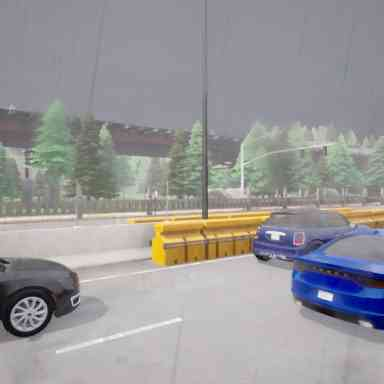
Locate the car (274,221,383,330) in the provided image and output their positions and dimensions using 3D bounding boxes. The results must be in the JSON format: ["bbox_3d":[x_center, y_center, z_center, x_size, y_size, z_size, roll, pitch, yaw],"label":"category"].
[{"bbox_3d":[4.111,1.478,6.684,5.008,1.535,1.882,0,0,-36],"label":"car"}]

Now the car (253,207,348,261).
[{"bbox_3d":[4.185,1.352,11.037,4.553,1.767,2.097,0,0,-36],"label":"car"}]

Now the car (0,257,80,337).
[{"bbox_3d":[-4.235,1.505,5.025,4.892,1.490,1.837,0,0,-35],"label":"car"}]
